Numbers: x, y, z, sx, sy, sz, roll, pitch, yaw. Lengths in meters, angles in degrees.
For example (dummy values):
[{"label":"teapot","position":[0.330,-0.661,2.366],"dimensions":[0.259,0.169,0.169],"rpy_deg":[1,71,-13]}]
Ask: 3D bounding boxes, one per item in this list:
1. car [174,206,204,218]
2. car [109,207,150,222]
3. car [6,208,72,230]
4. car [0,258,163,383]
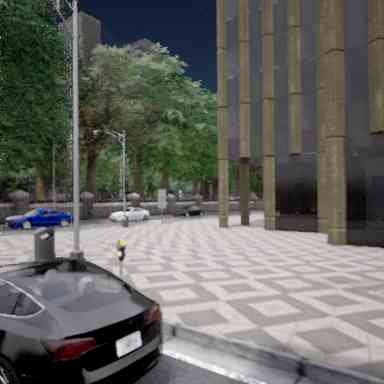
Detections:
[{"label":"car","position":[-0.343,2.497,42.659],"dimensions":[1.882,1.535,5.008],"rpy_deg":[-1,-1,36]},{"label":"car","position":[-6.316,2.327,34.176],"dimensions":[1.812,1.442,4.674],"rpy_deg":[-1,-2,35]},{"label":"car","position":[-11.922,2.079,26.207],"dimensions":[1.882,1.535,5.008],"rpy_deg":[-1,-2,35]},{"label":"car","position":[-2.340,1.615,4.627],"dimensions":[4.313,1.339,1.947],"rpy_deg":[-1,-1,35]}]
